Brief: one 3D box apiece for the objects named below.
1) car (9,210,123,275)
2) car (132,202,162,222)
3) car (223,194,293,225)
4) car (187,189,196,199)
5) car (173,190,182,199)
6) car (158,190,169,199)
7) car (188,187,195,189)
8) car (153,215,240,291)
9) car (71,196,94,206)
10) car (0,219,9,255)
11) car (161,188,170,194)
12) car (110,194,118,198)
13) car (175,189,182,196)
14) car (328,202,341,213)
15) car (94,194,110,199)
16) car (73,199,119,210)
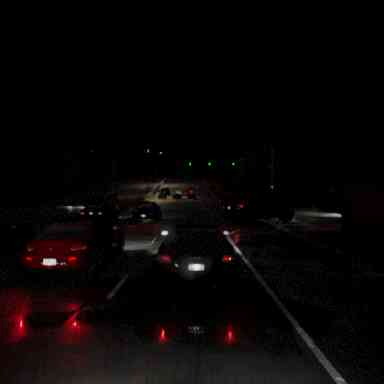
[{"bbox_3d":[-3.402,1.507,10.255,1.812,1.442,4.674,0,0,0],"label":"car"},{"bbox_3d":[-3.400,1.481,25.554,1.812,1.442,4.674,0,0,0],"label":"car"},{"bbox_3d":[4.824,1.178,24.031,5.566,2.045,2.150,0,-2,-32],"label":"car"},{"bbox_3d":[-0.109,0.860,79.968,1.882,1.535,5.008,0,3,0],"label":"car"},{"bbox_3d":[-3.606,0.931,79.561,1.812,1.442,4.674,0,3,0],"label":"car"},{"bbox_3d":[-7.106,0.931,79.541,1.812,1.442,4.674,0,3,0],"label":"car"},{"bbox_3d":[-0.166,-0.253,90.329,2.150,2.045,5.566,0,7,0],"label":"car"},{"bbox_3d":[0.098,1.548,9.010,1.994,1.385,4.181,0,0,0],"label":"car"},{"bbox_3d":[-17.564,1.413,52.610,1.837,1.490,4.892,0,0,0],"label":"car"},{"bbox_3d":[-6.900,1.507,10.687,1.812,1.442,4.674,0,0,0],"label":"car"},{"bbox_3d":[-7.162,-0.177,89.553,2.150,2.045,5.566,0,7,0],"label":"car"},{"bbox_3d":[-17.568,1.206,72.601,1.882,1.535,5.008,0,1,0],"label":"car"},{"bbox_3d":[-3.662,0.123,89.578,1.812,1.442,4.674,0,7,0],"label":"car"},{"bbox_3d":[17.017,1.415,35.227,5.008,1.535,1.882,0,0,0],"label":"car"},{"bbox_3d":[-17.514,1.438,62.512,2.033,1.411,5.357,0,0,0],"label":"car"},{"bbox_3d":[-6.902,1.503,25.251,2.033,1.411,5.357,0,0,0],"label":"car"}]
